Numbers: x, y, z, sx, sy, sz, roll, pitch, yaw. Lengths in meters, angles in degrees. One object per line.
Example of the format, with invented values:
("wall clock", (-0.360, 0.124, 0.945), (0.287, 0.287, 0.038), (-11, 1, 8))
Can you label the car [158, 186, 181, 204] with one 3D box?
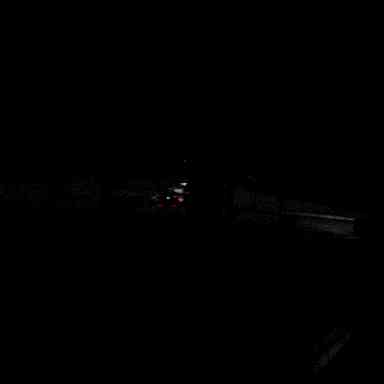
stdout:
("car", (-2.364, 0.426, 34.404), (1.994, 1.385, 4.181), (1, 4, -1))

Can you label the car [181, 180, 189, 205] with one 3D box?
("car", (0.345, 0.185, 33.436), (2.150, 2.045, 5.566), (1, 4, -3))

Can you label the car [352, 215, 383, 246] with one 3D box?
("car", (7.463, 1.415, 11.651), (1.895, 1.301, 4.718), (1, 2, 3))

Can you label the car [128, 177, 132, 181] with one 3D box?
("car", (-13.982, -2.898, 66.976), (4.792, 1.488, 2.163), (-2, 6, -17))

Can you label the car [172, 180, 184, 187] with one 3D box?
("car", (-1.761, -0.389, 44.289), (1.895, 1.301, 4.718), (1, 6, 6))
